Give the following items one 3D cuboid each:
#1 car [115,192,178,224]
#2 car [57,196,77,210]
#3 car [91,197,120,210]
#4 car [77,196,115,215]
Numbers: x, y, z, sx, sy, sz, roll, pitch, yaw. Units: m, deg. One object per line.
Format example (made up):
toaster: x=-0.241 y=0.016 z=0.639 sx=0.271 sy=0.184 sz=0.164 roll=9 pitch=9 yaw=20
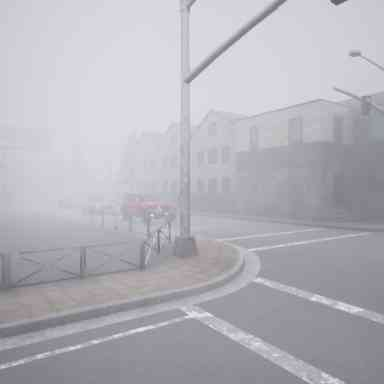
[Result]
car: x=-3.216 y=1.045 z=23.656 sx=2.150 sy=2.045 sz=5.566 roll=0 pitch=0 yaw=-35
car: x=-14.927 y=1.328 z=40.280 sx=1.837 sy=1.490 sz=4.892 roll=0 pitch=0 yaw=-35
car: x=-10.554 y=1.328 z=40.407 sx=1.837 sy=1.490 sz=4.892 roll=0 pitch=0 yaw=-35
car: x=-8.962 y=1.176 z=31.793 sx=2.097 sy=1.767 sz=4.553 roll=0 pitch=0 yaw=-35
